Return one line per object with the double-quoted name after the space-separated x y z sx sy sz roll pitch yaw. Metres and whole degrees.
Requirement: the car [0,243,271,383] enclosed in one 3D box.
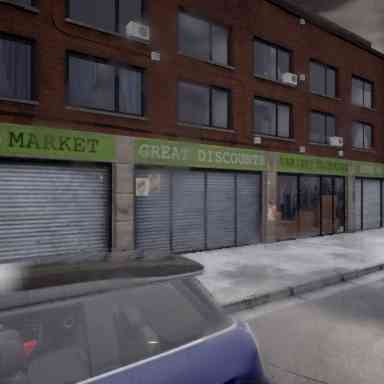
-1.605 1.352 2.231 4.553 1.767 2.097 0 0 -36 "car"
